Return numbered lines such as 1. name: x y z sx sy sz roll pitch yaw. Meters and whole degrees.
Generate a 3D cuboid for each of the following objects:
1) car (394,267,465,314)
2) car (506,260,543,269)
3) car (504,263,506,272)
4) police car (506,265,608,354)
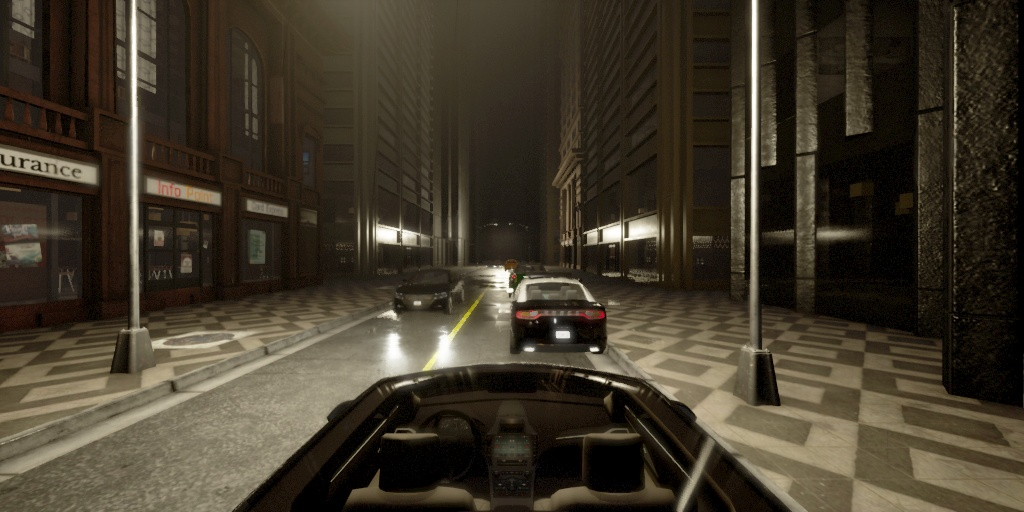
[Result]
1. car: -3.018 1.233 13.928 1.882 1.535 5.008 0 0 0
2. car: 0.875 1.111 18.743 2.097 1.767 4.553 0 0 0
3. car: -0.027 1.281 48.210 1.882 1.535 5.008 0 0 0
4. police car: 0.890 1.178 8.882 1.930 1.638 5.238 0 0 0
